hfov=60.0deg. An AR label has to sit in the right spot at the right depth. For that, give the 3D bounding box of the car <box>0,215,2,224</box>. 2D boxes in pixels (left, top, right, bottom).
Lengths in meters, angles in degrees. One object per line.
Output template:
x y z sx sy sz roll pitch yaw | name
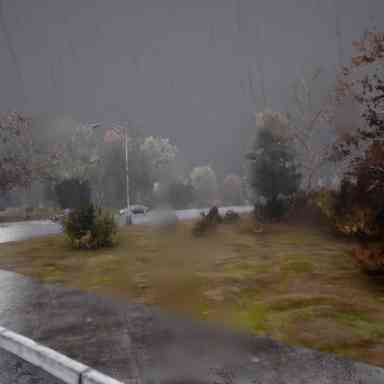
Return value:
-18.914 2.441 28.352 1.837 1.490 4.892 -3 -2 35 | car

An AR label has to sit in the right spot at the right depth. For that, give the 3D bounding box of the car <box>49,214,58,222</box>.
-13.473 2.519 36.664 1.994 1.385 4.181 -3 -2 32 | car

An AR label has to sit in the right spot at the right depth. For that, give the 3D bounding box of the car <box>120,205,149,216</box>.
-7.919 2.493 45.408 2.128 1.511 4.902 -3 -2 32 | car
